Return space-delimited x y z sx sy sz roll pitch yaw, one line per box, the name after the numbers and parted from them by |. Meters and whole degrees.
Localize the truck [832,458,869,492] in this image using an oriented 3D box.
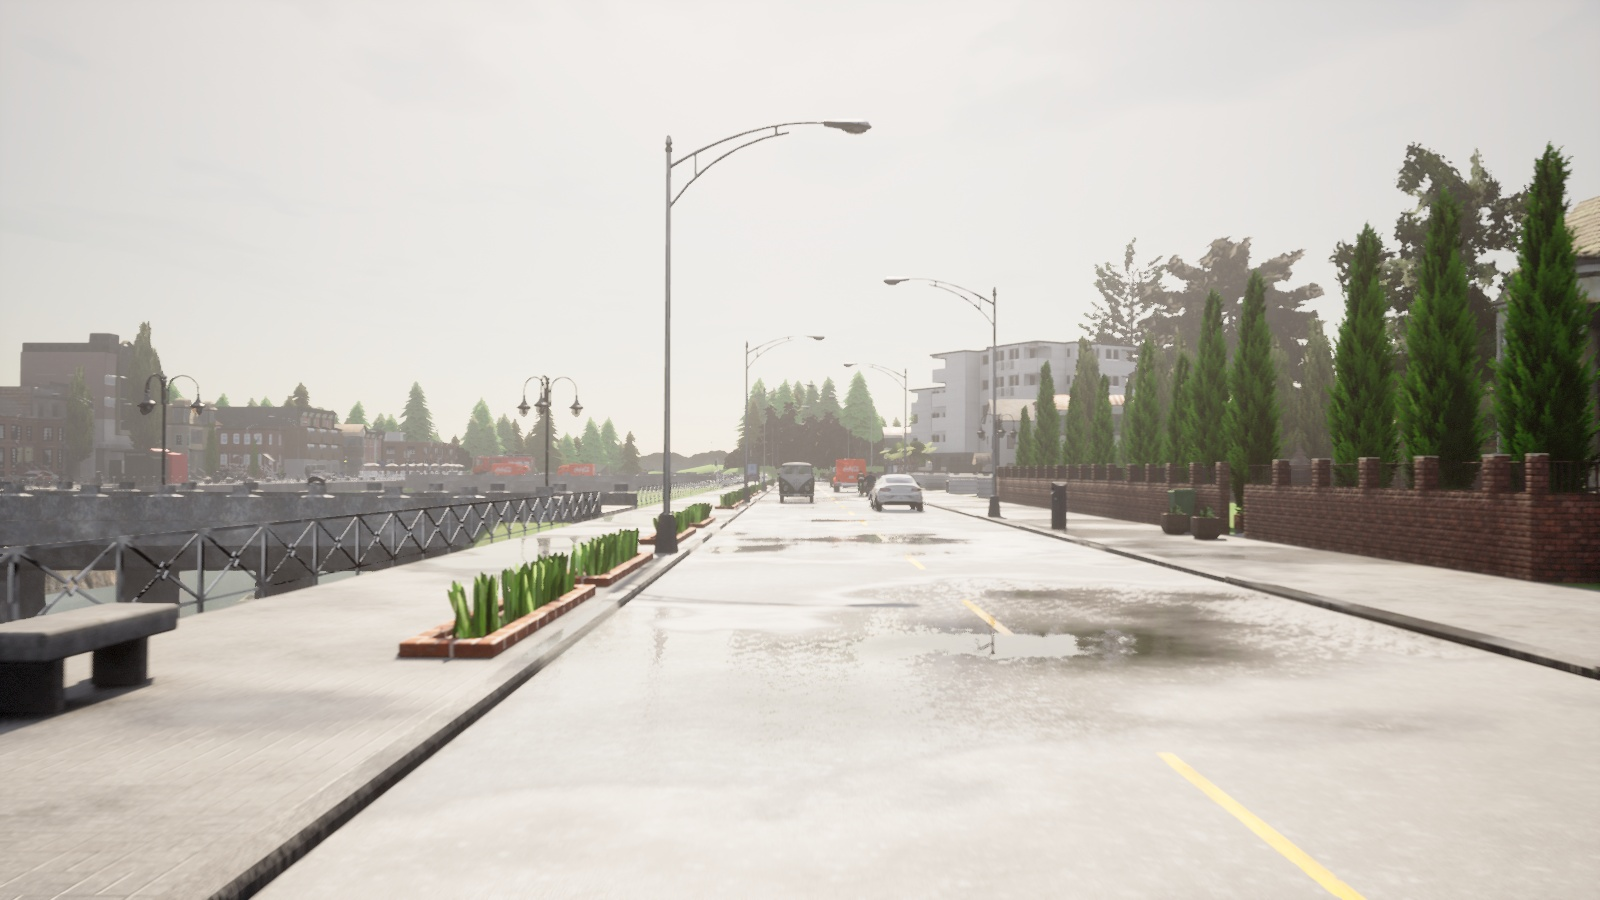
3.775 1.903 94.985 2.627 2.467 5.204 0 -1 0 | truck

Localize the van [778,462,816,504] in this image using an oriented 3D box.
-0.147 1.607 62.088 1.775 1.987 4.442 0 -1 0 | van

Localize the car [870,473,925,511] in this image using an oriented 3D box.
3.882 1.672 50.602 1.812 1.442 4.674 0 -1 0 | car
